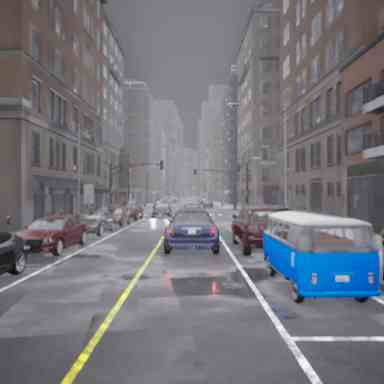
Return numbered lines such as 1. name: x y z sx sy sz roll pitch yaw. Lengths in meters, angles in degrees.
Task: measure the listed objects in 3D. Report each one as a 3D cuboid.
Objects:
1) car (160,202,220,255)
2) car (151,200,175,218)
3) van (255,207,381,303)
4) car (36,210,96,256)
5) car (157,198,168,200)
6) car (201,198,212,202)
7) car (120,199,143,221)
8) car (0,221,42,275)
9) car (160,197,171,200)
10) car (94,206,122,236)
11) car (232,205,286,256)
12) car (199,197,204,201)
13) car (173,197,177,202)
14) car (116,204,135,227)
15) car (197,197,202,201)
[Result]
1. car: -0.007 1.485 14.070 2.097 1.767 4.553 0 -1 0
2. car: -3.028 1.864 34.346 1.812 1.442 4.674 0 -1 0
3. van: 2.841 1.418 8.137 1.690 1.788 3.998 -1 -1 0
4. car: -5.685 1.676 13.691 1.887 1.381 4.507 -1 -1 0
5. car: -5.715 2.164 57.436 1.802 1.307 4.206 -1 -1 0
6. car: 2.810 2.164 57.470 1.802 1.307 4.206 -1 -1 0
7. car: -5.699 1.612 30.440 2.192 1.841 5.009 -1 -1 0
8. car: -5.681 1.643 8.108 1.947 1.339 4.313 -1 -1 0
9. car: -5.722 1.959 63.004 2.192 1.841 5.009 -1 -1 0
10. car: -5.689 1.736 19.273 2.008 1.369 4.403 -1 -1 0
11. car: 2.837 1.446 13.721 2.192 1.841 5.009 -1 -1 0
12. car: 2.806 2.171 63.203 1.752 1.417 4.829 -1 -1 0
13. car: -5.734 2.451 85.259 2.008 1.369 4.403 -1 -1 0
14. car: -5.692 1.823 24.855 1.802 1.307 4.206 -1 -1 0
15. car: 2.795 2.379 79.722 1.887 1.381 4.507 -1 -1 0
